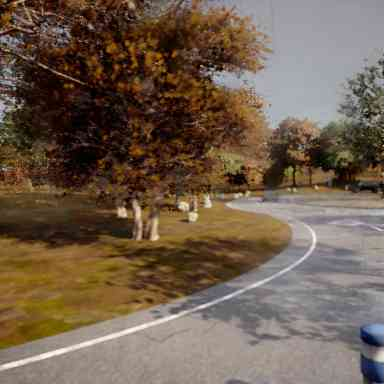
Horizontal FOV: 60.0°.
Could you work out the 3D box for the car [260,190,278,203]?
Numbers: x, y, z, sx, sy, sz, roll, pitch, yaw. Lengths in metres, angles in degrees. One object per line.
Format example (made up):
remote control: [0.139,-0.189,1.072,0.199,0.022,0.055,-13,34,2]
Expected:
car: [9.700,0.566,41.694,1.837,1.490,4.892,-3,1,13]

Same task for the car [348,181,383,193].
car: [29.354,-0.795,56.077,5.566,2.045,2.150,-1,1,7]
